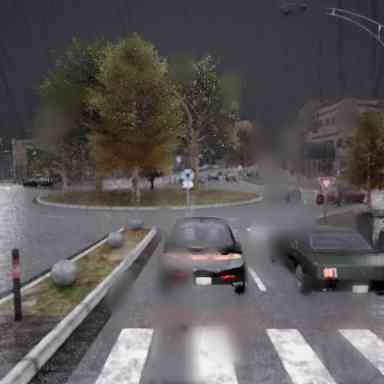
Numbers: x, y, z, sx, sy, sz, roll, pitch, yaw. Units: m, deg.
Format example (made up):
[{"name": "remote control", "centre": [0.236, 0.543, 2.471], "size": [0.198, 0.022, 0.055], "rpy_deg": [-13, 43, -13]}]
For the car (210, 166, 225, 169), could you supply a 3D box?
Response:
[{"name": "car", "centre": [6.498, -5.042, 85.134], "size": [2.097, 1.767, 4.553], "rpy_deg": [1, 6, 10]}]

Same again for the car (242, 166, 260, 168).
[{"name": "car", "centre": [13.970, -4.794, 82.420], "size": [4.553, 1.767, 2.185], "rpy_deg": [1, 6, 10]}]

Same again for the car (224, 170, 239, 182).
[{"name": "car", "centre": [7.329, -2.821, 64.328], "size": [1.837, 1.490, 4.892], "rpy_deg": [0, 6, 1]}]

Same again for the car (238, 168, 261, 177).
[{"name": "car", "centre": [13.458, -4.397, 79.739], "size": [4.892, 1.521, 2.231], "rpy_deg": [1, 6, 10]}]

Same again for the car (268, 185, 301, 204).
[{"name": "car", "centre": [8.191, 0.115, 29.186], "size": [2.128, 1.511, 4.902], "rpy_deg": [3, 5, 31]}]

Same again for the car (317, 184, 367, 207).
[{"name": "car", "centre": [12.221, 0.149, 26.830], "size": [4.553, 1.767, 2.097], "rpy_deg": [-3, 5, -31]}]

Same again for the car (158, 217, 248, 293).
[{"name": "car", "centre": [0.252, 1.404, 8.643], "size": [2.128, 1.511, 4.902], "rpy_deg": [0, 1, 1]}]

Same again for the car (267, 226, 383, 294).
[{"name": "car", "centre": [3.247, 1.518, 8.543], "size": [1.895, 1.301, 4.718], "rpy_deg": [0, 1, 1]}]

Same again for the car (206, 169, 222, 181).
[{"name": "car", "centre": [4.200, -3.159, 66.195], "size": [2.097, 1.767, 4.553], "rpy_deg": [0, 6, 1]}]

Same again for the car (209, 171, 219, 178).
[{"name": "car", "centre": [5.016, -3.935, 76.120], "size": [1.994, 1.385, 4.181], "rpy_deg": [1, 6, 9]}]

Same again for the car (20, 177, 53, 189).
[{"name": "car", "centre": [-22.438, -1.345, 47.852], "size": [5.008, 1.535, 1.882], "rpy_deg": [2, 6, 19]}]

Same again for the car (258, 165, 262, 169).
[{"name": "car", "centre": [14.912, -5.467, 87.800], "size": [5.566, 2.045, 2.435], "rpy_deg": [1, 6, 10]}]
